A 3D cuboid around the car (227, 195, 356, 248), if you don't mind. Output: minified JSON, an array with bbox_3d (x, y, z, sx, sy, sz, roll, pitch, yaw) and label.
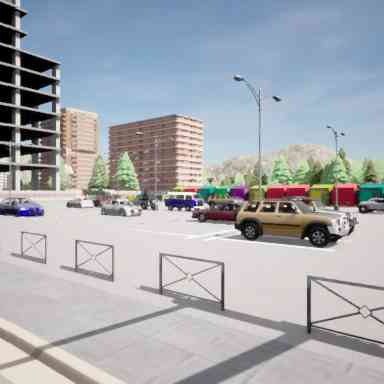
[{"bbox_3d":[4.080,1.153,14.052,4.605,1.855,1.932,0,0,38],"label":"car"}]

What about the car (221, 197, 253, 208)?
[{"bbox_3d":[5.999,1.364,44.797,3.905,1.438,1.784,0,0,38],"label":"car"}]

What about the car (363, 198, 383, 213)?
[{"bbox_3d":[19.766,1.395,34.047,3.806,1.475,1.970,0,0,38],"label":"car"}]

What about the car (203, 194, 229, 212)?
[{"bbox_3d":[4.163,1.153,42.556,4.605,1.855,1.932,0,0,38],"label":"car"}]

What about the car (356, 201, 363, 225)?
[{"bbox_3d":[5.907,1.156,16.298,3.866,1.878,1.905,0,0,38],"label":"car"}]

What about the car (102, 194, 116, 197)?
[{"bbox_3d":[-12.733,1.364,45.324,3.905,1.438,1.784,0,0,38],"label":"car"}]

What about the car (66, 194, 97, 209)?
[{"bbox_3d":[-14.518,1.395,43.044,3.806,1.475,1.970,0,0,38],"label":"car"}]

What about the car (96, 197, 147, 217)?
[{"bbox_3d":[-6.181,1.395,29.194,3.806,1.475,1.970,0,0,38],"label":"car"}]

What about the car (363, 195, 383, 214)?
[{"bbox_3d":[17.973,1.156,31.773,3.866,1.878,1.905,0,0,38],"label":"car"}]

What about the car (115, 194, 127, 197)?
[{"bbox_3d":[-11.118,1.153,47.468,4.605,1.855,1.932,0,0,38],"label":"car"}]
